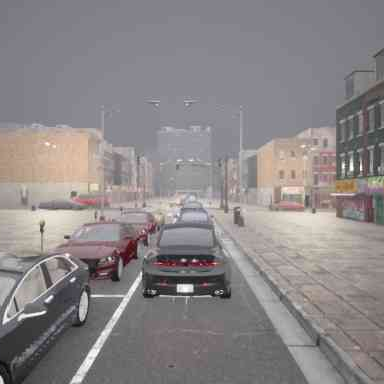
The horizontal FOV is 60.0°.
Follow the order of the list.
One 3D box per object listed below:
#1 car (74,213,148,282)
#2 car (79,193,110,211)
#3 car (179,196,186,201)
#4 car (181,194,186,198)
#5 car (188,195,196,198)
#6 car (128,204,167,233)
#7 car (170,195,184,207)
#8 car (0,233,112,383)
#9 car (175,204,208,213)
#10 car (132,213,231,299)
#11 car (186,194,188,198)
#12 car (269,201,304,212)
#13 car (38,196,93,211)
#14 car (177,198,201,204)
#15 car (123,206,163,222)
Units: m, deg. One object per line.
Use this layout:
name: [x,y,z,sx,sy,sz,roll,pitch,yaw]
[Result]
car: [-2.626,1.549,9.830,1.887,1.381,4.507,0,0,0]
car: [-12.960,1.196,40.875,5.566,2.045,2.150,0,0,0]
car: [-2.573,1.762,90.884,1.887,1.381,4.507,0,0,0]
car: [-2.594,1.414,58.220,2.192,1.841,5.009,0,0,0]
car: [0.057,1.713,83.450,1.812,1.442,4.674,0,0,0]
car: [-2.619,1.541,20.648,1.752,1.417,4.829,0,0,0]
car: [-2.599,1.609,52.606,1.752,1.417,4.829,0,0,0]
car: [-2.630,1.552,4.336,2.008,1.369,4.403,0,0,0]
car: [0.104,1.536,15.928,1.812,1.442,4.674,0,0,0]
car: [-0.071,1.508,8.484,1.837,1.490,4.892,0,0,1]
car: [-2.581,1.699,79.825,1.752,1.417,4.829,0,0,0]
car: [11.601,1.762,41.001,4.181,1.385,1.994,1,0,1]
car: [-14.627,1.490,37.948,5.357,1.411,2.033,0,0,2]
car: [0.041,1.502,26.197,1.882,1.535,5.008,0,0,0]
car: [-2.623,1.554,15.325,1.887,1.381,4.507,0,0,0]
